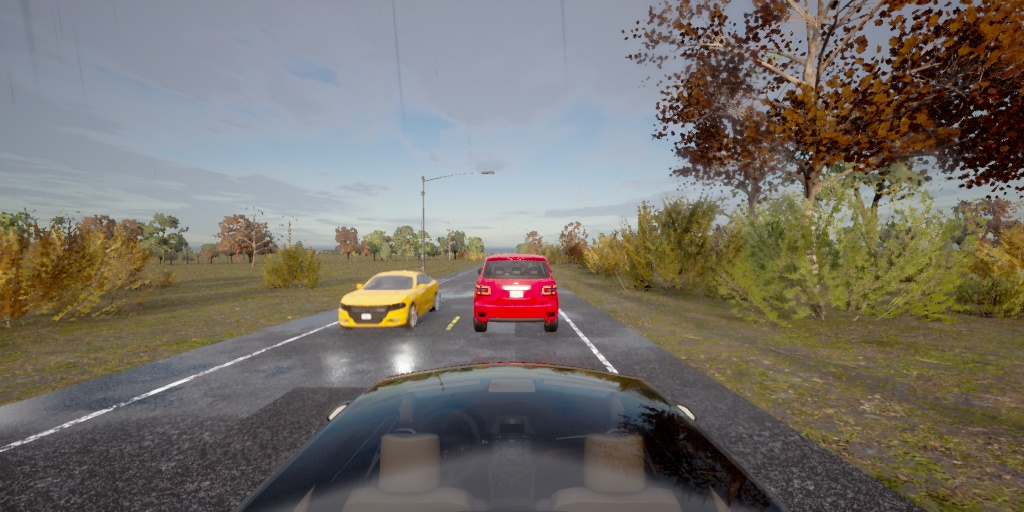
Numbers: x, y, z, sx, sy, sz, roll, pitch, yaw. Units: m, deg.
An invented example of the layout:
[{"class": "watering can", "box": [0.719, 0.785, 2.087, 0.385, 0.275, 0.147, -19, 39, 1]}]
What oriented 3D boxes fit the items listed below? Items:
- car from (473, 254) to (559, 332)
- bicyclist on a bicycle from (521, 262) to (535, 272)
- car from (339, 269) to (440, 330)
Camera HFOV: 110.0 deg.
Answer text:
[{"class": "car", "box": [0.093, 0.968, 10.952, 2.150, 2.045, 5.566, 0, 0, 0]}, {"class": "bicyclist on a bicycle", "box": [0.945, 1.114, 18.658, 0.659, 1.776, 1.843, 0, 0, 0]}, {"class": "car", "box": [-3.608, 1.224, 11.371, 1.882, 1.535, 5.008, 0, 0, 0]}]
